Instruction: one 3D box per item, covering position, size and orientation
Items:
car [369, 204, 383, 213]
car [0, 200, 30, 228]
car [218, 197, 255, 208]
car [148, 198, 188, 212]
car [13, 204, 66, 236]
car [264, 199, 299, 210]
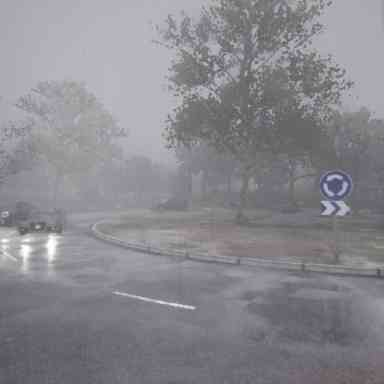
[{"bbox_3d":[22.123,1.683,36.297,1.895,1.301,4.718,0,0,-39],"label":"car"},{"bbox_3d":[-12.132,1.352,21.951,2.097,1.767,4.553,0,0,-2],"label":"car"},{"bbox_3d":[5.995,1.429,45.009,4.902,1.511,2.128,1,0,-6],"label":"car"},{"bbox_3d":[-2.673,1.473,37.883,4.892,1.490,1.837,-1,-1,-38],"label":"car"},{"bbox_3d":[-8.271,1.564,18.649,1.994,1.385,4.181,0,0,-15],"label":"car"},{"bbox_3d":[11.253,1.552,41.959,4.181,1.385,1.994,1,0,7],"label":"car"}]
